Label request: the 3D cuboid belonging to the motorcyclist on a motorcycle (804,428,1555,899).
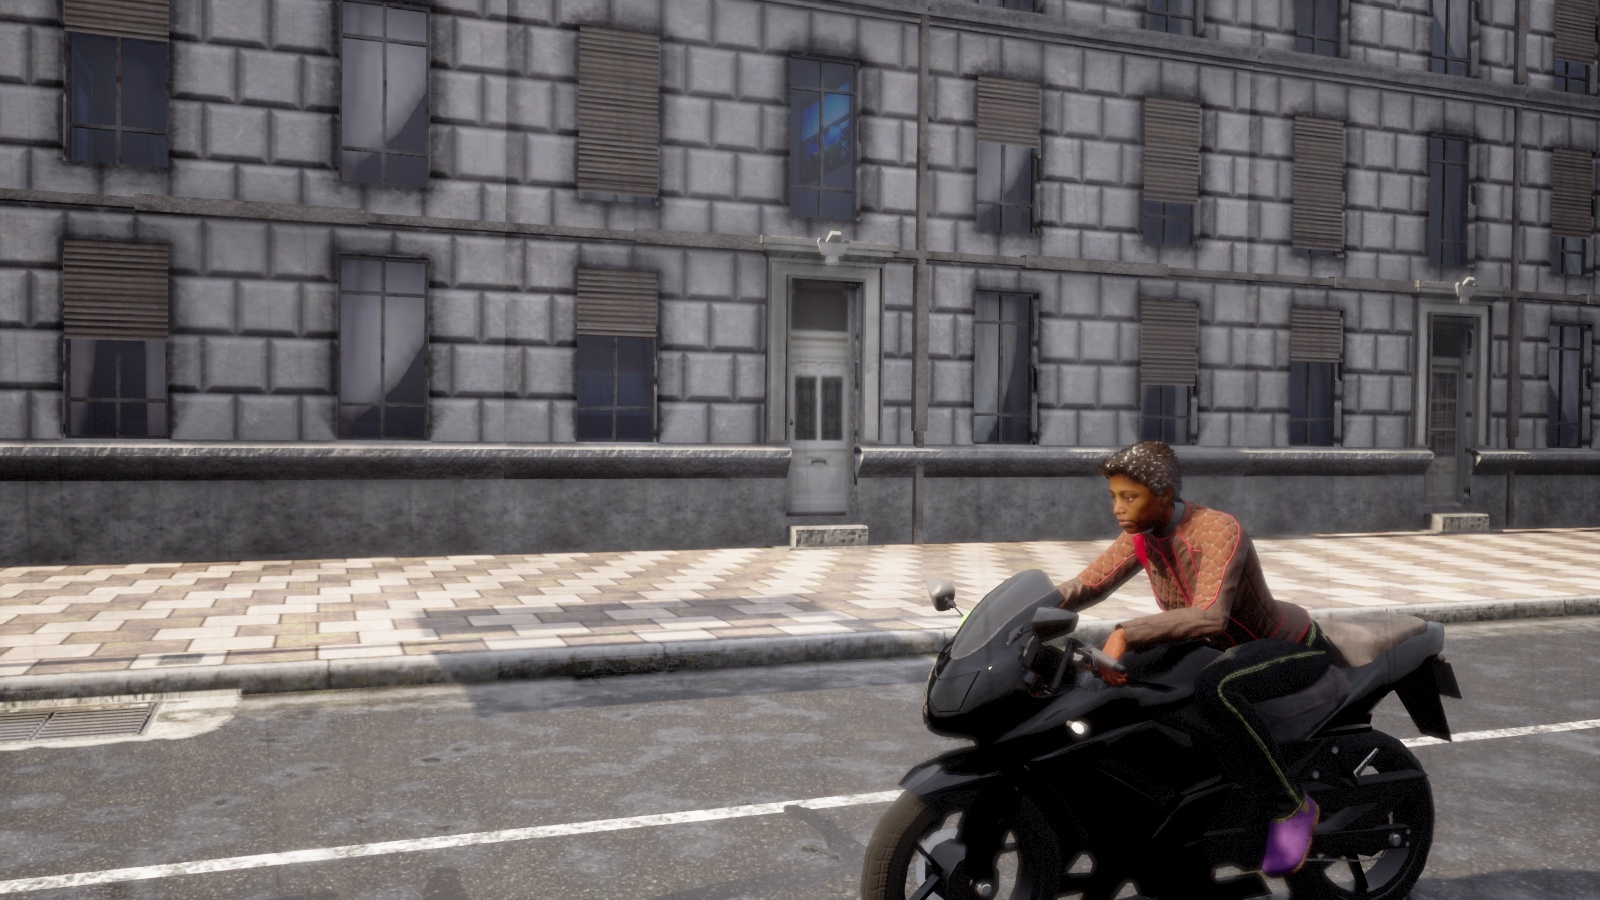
[{"bbox_3d":[1.116,0.708,3.691,2.044,1.523,0.797,-1,1,-21],"label":"motorcyclist on a motorcycle"}]
